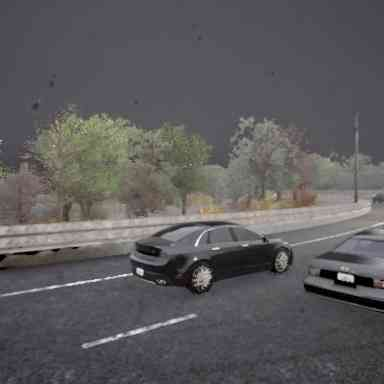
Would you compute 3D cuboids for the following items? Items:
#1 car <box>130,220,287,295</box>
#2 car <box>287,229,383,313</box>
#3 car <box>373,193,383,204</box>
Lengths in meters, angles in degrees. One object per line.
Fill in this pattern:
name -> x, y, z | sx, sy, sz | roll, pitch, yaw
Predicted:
car -> 0.743, 1.531, 8.898 | 4.892, 1.490, 1.837 | 0, 0, -38
car -> 4.615, 1.561, 7.526 | 5.357, 1.411, 2.033 | 0, 0, -41
car -> 36.543, 1.197, 63.679 | 2.150, 2.045, 5.566 | 0, 0, 13
